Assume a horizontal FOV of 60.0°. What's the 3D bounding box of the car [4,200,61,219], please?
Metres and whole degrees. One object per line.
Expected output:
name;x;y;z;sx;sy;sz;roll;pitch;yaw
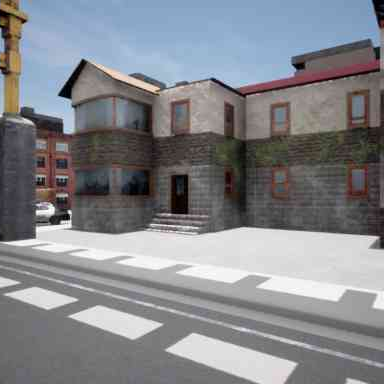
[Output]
car;-12.072;1.295;25.544;1.853;1.218;4.536;0;0;5

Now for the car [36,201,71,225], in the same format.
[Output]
car;-10.700;1.295;22.028;4.536;1.218;1.853;0;0;-25

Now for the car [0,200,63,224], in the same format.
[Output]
car;-12.077;1.453;25.492;2.038;1.542;4.974;0;0;5
